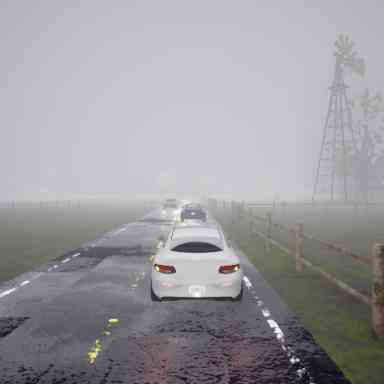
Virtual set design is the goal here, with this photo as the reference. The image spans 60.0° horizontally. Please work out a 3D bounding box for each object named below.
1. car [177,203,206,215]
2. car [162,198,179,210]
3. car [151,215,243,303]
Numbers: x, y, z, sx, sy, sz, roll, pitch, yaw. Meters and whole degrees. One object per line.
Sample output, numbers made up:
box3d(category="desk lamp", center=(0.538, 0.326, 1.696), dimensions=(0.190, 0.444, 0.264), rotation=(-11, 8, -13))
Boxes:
box3d(category="car", center=(0.100, 1.559, 26.407), dimensions=(1.994, 1.385, 4.181), rotation=(0, 0, 0))
box3d(category="car", center=(-2.742, 1.549, 43.340), dimensions=(1.837, 1.490, 4.892), rotation=(0, 0, 0))
box3d(category="car", center=(0.095, 1.525, 8.093), dimensions=(1.812, 1.442, 4.674), rotation=(0, 0, 0))
